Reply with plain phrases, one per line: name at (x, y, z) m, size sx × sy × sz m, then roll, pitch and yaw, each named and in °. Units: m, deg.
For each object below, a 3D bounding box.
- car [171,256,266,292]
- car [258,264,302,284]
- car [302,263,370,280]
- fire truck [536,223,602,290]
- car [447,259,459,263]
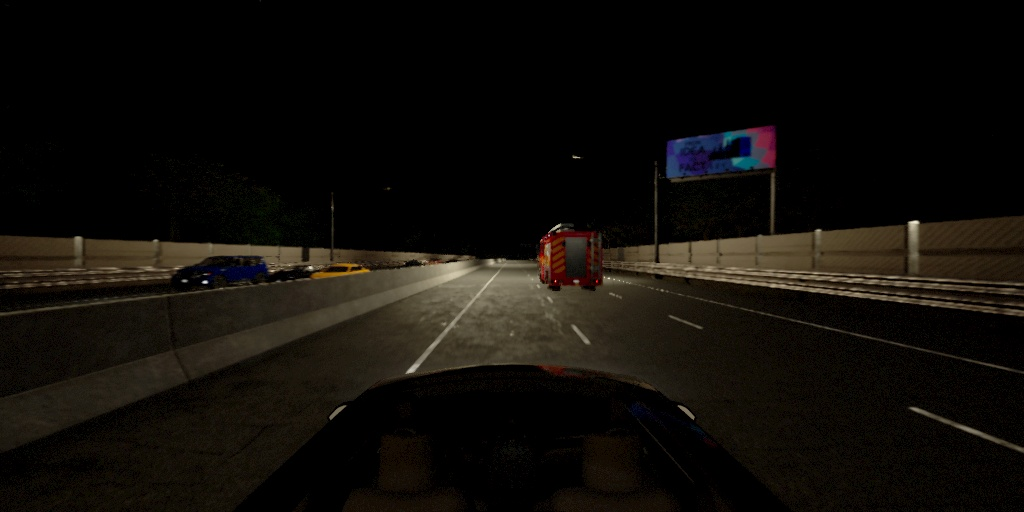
car at (-17.550, 0.988, 22.014) m, size 2.150 × 2.045 × 5.566 m, roll 0°, pitch 0°, yaw 1°
car at (-14.058, 1.329, 23.562) m, size 1.994 × 1.385 × 4.181 m, roll 0°, pitch 0°, yaw 1°
car at (-10.568, 1.242, 22.407) m, size 1.882 × 1.535 × 5.008 m, roll 0°, pitch 0°, yaw 0°
fire truck at (3.505, 0.110, 23.621) m, size 2.891 × 3.827 × 8.468 m, roll 0°, pitch 0°, yaw 0°
car at (-10.519, 1.314, 64.574) m, size 1.837 × 1.490 × 4.892 m, roll 0°, pitch 0°, yaw 0°
